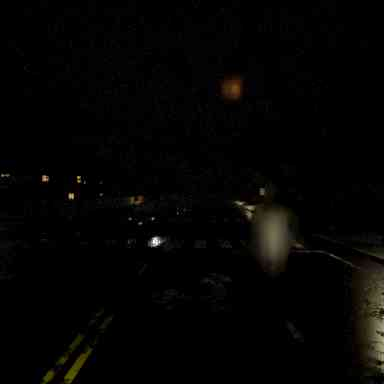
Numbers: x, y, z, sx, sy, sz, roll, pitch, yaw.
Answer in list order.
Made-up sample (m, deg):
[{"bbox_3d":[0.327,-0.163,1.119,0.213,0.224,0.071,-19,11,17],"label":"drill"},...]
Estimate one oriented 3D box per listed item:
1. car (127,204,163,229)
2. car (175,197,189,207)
[{"bbox_3d":[-2.940,1.552,21.659,1.812,1.442,4.674,0,0,2],"label":"car"},{"bbox_3d":[-1.559,1.578,53.717,2.128,1.511,4.902,0,0,3],"label":"car"}]
